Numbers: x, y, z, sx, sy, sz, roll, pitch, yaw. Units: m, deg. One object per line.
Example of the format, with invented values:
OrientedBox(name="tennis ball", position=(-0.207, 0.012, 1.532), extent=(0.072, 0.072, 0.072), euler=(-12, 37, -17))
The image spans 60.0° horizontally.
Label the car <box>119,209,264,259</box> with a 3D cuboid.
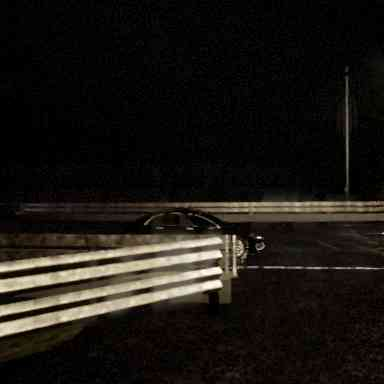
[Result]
OrientedBox(name="car", position=(-0.020, 1.360, 11.429), extent=(4.892, 1.490, 1.837), euler=(0, 1, 7))
